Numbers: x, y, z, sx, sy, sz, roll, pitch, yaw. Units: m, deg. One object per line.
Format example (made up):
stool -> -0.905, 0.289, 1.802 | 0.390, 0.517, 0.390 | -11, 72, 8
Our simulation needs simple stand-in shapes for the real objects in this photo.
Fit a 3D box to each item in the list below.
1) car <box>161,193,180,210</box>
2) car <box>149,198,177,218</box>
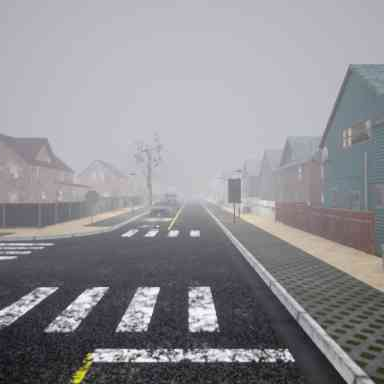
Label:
car -> -2.820, 1.115, 43.802 | 2.150, 2.045, 5.566 | 0, 0, 0
car -> -2.800, 1.562, 31.100 | 2.033, 1.411, 5.357 | 0, 0, 0
